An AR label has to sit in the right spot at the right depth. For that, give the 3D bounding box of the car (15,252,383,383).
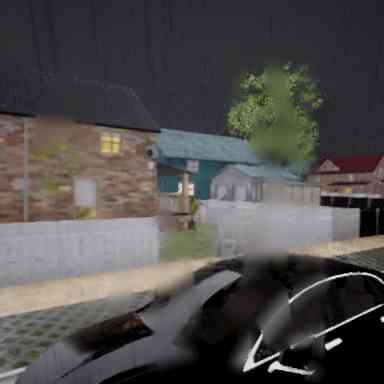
[{"bbox_3d":[0.762,1.525,3.613,4.892,1.490,1.837,1,0,-35],"label":"car"}]
